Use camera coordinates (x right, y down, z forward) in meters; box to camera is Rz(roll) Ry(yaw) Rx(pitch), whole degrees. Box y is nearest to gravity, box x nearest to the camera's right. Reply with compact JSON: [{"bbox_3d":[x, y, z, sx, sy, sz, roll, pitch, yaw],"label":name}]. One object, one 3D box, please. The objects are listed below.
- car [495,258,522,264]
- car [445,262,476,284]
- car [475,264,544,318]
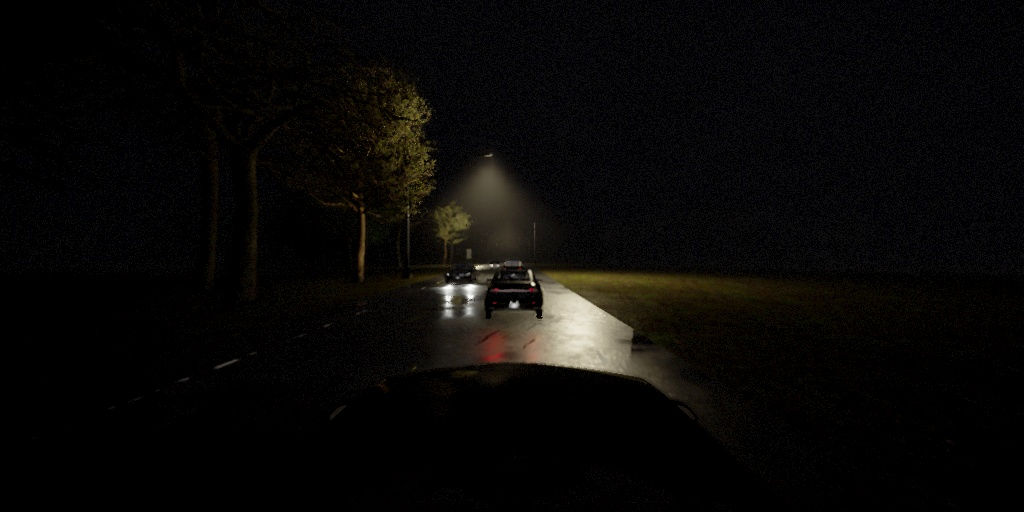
[{"bbox_3d":[0.075,1.095,28.091,2.128,1.511,4.902,0,1,0],"label":"car"},{"bbox_3d":[-3.560,1.159,25.943,1.812,1.442,4.674,0,0,0],"label":"car"},{"bbox_3d":[0.074,1.205,12.759,2.128,1.511,4.902,0,0,0],"label":"car"}]
